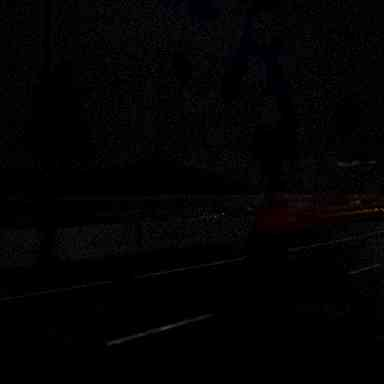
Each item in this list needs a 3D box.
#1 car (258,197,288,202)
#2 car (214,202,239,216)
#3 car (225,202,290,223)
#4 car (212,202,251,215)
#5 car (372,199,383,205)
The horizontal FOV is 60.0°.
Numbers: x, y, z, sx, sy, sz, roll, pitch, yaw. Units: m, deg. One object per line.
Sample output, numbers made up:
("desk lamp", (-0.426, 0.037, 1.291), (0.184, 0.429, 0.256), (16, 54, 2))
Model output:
("car", (7.969, 1.546, 34.156), (2.150, 2.045, 5.566), (-1, -1, 44))
("car", (5.067, 1.907, 36.176), (2.033, 1.411, 5.357), (-1, -1, 45))
("car", (5.396, 1.804, 26.689), (5.357, 1.411, 2.033), (0, -1, -43))
("car", (4.994, 1.960, 41.141), (2.033, 1.411, 5.357), (-1, -1, 44))
("car", (29.608, 1.865, 51.941), (1.882, 1.535, 5.008), (-1, 0, 44))
